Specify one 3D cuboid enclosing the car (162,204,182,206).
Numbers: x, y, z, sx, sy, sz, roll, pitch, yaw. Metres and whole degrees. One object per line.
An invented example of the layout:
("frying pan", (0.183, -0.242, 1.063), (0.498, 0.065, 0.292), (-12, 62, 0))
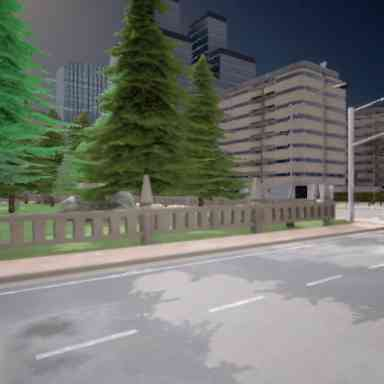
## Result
("car", (-3.194, 1.509, 53.453), (1.994, 1.385, 4.181), (0, 0, -35))
